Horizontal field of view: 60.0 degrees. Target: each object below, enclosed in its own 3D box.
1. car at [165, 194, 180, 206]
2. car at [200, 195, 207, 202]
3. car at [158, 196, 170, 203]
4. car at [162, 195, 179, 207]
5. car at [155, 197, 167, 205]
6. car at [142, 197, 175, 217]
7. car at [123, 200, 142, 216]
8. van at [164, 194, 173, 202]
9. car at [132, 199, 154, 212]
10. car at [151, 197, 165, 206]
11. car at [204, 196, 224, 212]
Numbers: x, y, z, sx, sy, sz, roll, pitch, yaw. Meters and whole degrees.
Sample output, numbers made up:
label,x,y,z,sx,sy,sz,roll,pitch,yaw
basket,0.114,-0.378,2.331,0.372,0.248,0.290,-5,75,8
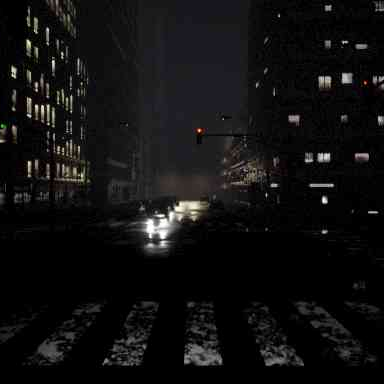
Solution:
label,x,y,z,sx,sy,sz,roll,pitch,yaw
car,-2.998,1.339,50.448,2.097,1.767,4.553,0,0,0
car,2.805,1.423,72.585,1.967,1.590,4.097,-1,0,0
car,-5.583,1.529,66.944,1.887,1.381,4.507,-1,0,0
car,-3.023,1.481,40.484,2.128,1.511,4.902,0,0,0
car,-5.593,1.567,61.290,1.802,1.307,4.206,-1,0,0
car,-3.046,1.483,30.999,2.128,1.511,4.902,0,0,0
car,-5.645,1.516,32.847,1.752,1.417,4.829,-1,0,0
van,-5.566,1.323,78.254,1.690,1.788,3.998,-1,0,0
car,-5.634,1.555,38.672,1.947,1.339,4.313,-1,0,0
car,-5.604,1.531,55.635,1.887,1.381,4.507,-1,0,0
car,2.745,1.540,38.657,2.008,1.369,4.403,-1,0,0
